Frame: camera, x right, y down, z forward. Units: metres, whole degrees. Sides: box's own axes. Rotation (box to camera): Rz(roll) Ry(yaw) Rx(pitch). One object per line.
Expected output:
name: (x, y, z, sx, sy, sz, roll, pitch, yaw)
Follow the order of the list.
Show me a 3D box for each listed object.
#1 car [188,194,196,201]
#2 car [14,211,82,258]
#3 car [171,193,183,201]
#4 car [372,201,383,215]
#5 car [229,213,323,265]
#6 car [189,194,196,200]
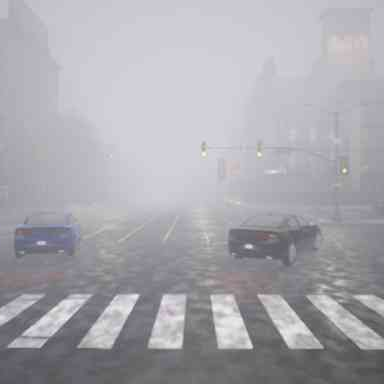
car: (0.021, 1.459, 82.524, 1.812, 1.442, 4.674, 0, 0, 0)
car: (-5.430, 1.468, 12.971, 1.882, 1.535, 5.008, 0, 0, -15)
car: (-3.479, 1.473, 81.692, 2.033, 1.411, 5.357, 0, 0, 0)
car: (20.005, 1.201, 31.105, 5.566, 2.045, 2.150, 0, 0, 1)
car: (3.151, 1.469, 11.916, 1.882, 1.535, 5.008, -1, -1, 36)
car: (0.024, 1.297, 91.668, 1.882, 1.535, 5.008, 0, 0, 0)
